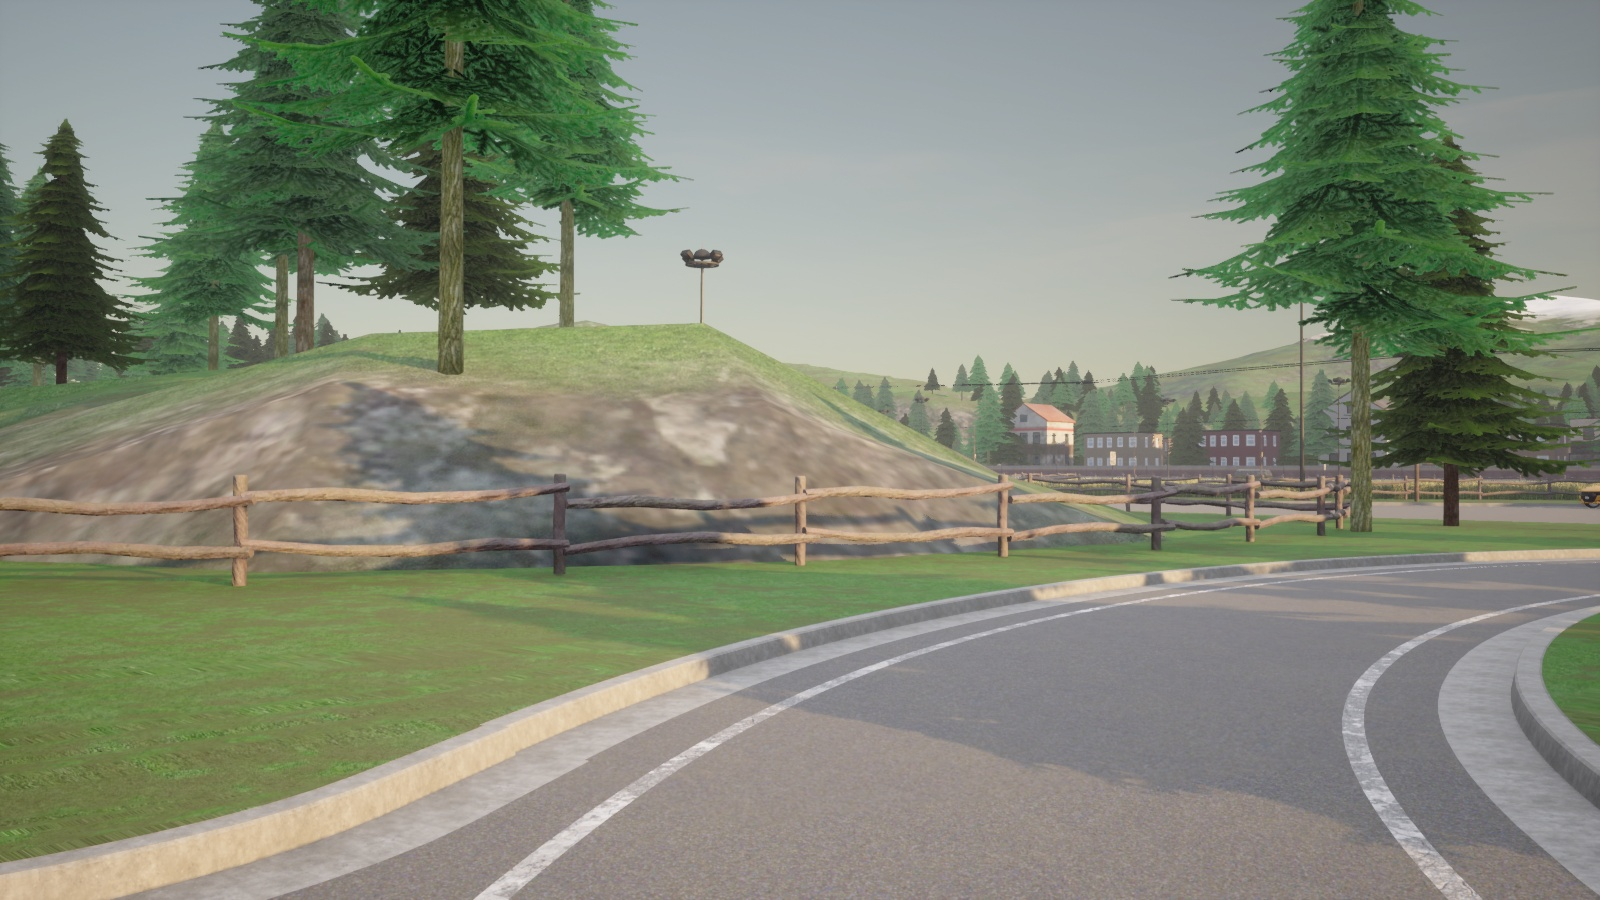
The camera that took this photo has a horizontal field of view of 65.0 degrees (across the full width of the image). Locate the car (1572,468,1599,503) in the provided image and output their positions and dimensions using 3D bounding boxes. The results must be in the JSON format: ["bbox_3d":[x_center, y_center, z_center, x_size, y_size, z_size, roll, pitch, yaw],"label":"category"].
[{"bbox_3d":[38.272,1.599,57.318,5.008,1.535,1.882,0,-1,-5],"label":"car"}]
